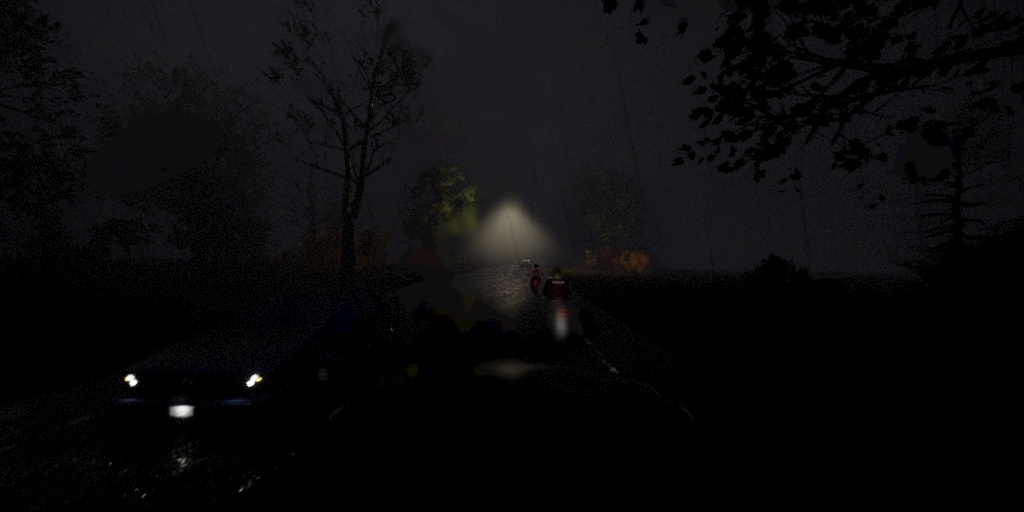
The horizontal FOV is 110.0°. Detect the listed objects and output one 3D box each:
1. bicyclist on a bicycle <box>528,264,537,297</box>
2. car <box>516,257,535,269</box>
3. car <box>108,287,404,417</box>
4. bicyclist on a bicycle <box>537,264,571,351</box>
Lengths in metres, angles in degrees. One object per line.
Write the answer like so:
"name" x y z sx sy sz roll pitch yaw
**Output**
"bicyclist on a bicycle" 1.199 1.185 17.981 0.866 1.612 1.509 0 0 1
"car" 2.306 1.338 58.960 2.128 1.511 4.902 0 0 4
"car" -3.568 1.295 6.552 2.033 1.411 5.357 0 0 0
"bicyclist on a bicycle" 1.016 1.119 8.145 0.659 1.776 1.843 0 0 1
